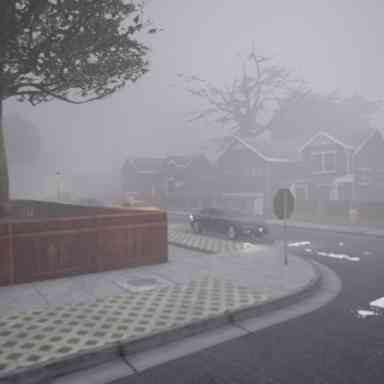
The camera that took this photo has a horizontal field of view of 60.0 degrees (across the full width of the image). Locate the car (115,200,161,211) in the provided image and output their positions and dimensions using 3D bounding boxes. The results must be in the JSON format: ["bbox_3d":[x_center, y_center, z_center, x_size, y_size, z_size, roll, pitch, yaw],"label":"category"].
[{"bbox_3d":[-4.108,1.392,25.127,1.882,1.535,5.008,-1,0,-36],"label":"car"}]

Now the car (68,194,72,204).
[{"bbox_3d":[-14.495,1.297,44.266,1.882,1.535,5.008,-1,1,-35],"label":"car"}]

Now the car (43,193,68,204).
[{"bbox_3d":[-19.346,1.337,46.163,2.128,1.511,4.902,-1,0,-36],"label":"car"}]

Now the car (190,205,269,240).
[{"bbox_3d":[1.743,1.460,16.981,1.837,1.490,4.892,-1,1,-34],"label":"car"}]

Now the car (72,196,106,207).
[{"bbox_3d":[-10.176,1.384,33.452,1.837,1.490,4.892,-1,1,-36],"label":"car"}]

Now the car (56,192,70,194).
[{"bbox_3d":[-20.726,1.023,52.722,2.150,2.045,5.566,-1,1,-36],"label":"car"}]

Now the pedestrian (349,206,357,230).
[{"bbox_3d":[8.559,1.324,17.689,0.375,1.300,0.375,0,0,-36],"label":"pedestrian"}]
